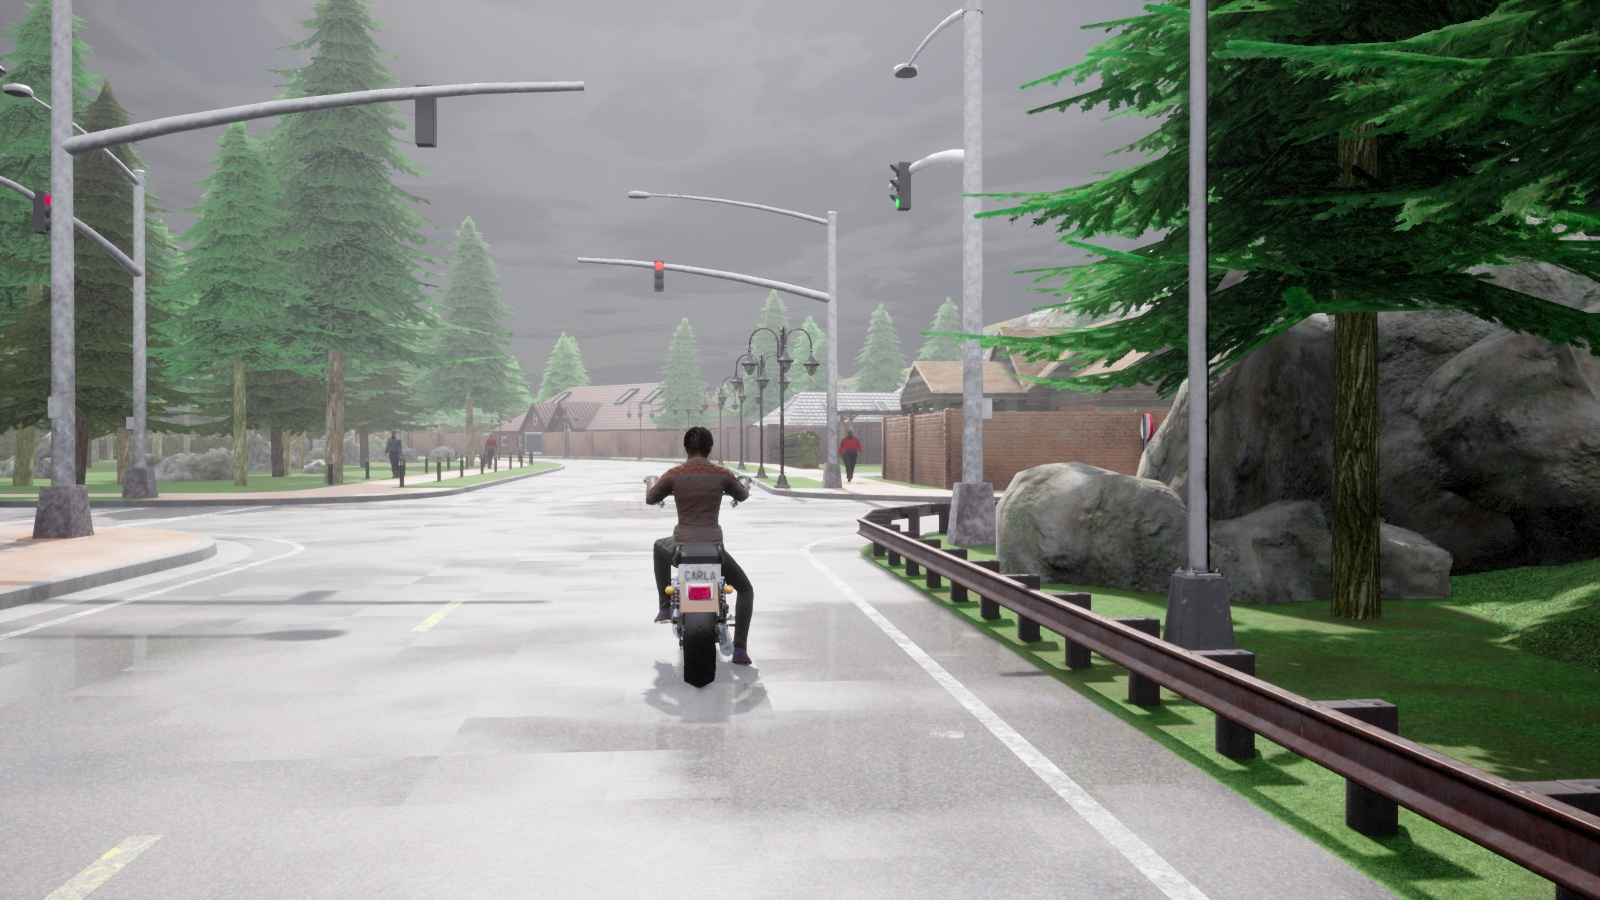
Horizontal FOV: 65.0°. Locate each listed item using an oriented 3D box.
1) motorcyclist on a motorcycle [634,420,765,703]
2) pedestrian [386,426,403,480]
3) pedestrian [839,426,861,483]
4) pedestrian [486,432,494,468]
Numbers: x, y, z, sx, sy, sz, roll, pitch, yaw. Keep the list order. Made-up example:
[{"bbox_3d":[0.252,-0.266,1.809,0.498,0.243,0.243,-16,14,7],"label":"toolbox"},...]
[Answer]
[{"bbox_3d":[-0.693,0.648,8.534,0.766,1.649,2.350,0,0,-5],"label":"motorcyclist on a motorcycle"},{"bbox_3d":[-14.850,0.100,46.003,0.423,1.949,0.788,0,0,-6],"label":"pedestrian"},{"bbox_3d":[1.650,0.149,41.448,0.634,1.844,0.899,0,0,-5],"label":"pedestrian"},{"bbox_3d":[-15.648,0.001,63.479,0.331,1.846,0.636,0,0,-9],"label":"pedestrian"}]
